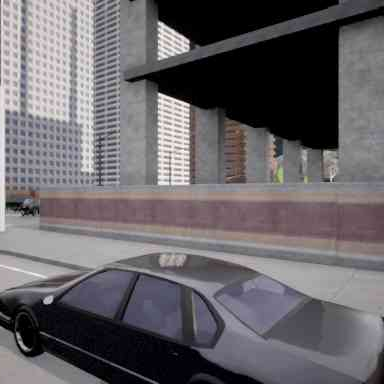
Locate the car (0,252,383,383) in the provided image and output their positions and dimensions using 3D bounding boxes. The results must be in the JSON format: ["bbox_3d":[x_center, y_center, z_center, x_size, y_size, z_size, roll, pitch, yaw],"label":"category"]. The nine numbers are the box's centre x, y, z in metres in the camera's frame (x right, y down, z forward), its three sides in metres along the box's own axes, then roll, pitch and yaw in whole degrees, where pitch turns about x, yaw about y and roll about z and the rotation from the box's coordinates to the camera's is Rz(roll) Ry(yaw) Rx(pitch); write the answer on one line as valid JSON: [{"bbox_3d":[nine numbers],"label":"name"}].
[{"bbox_3d":[-0.411,1.547,4.285,5.357,1.411,2.033,0,0,35],"label":"car"}]

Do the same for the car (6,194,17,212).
[{"bbox_3d":[-19.873,1.219,35.634,2.150,2.045,5.566,0,0,36],"label":"car"}]

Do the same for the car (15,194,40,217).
[{"bbox_3d":[-13.836,1.350,31.682,2.097,1.767,4.553,0,0,36],"label":"car"}]

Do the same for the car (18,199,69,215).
[{"bbox_3d":[-15.732,1.524,35.357,1.812,1.442,4.674,0,0,36],"label":"car"}]
